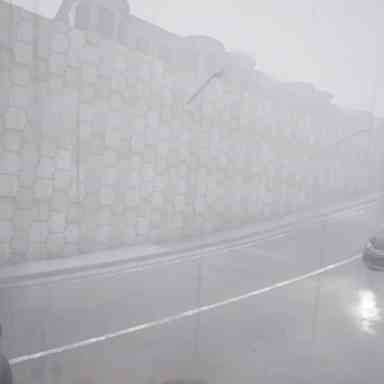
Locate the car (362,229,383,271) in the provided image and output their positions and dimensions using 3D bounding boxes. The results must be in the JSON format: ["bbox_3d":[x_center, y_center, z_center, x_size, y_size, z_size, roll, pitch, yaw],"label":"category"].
[{"bbox_3d":[6.060,0.970,8.080,4.674,1.442,1.812,-8,4,-34],"label":"car"}]

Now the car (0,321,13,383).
[{"bbox_3d":[-3.602,1.469,1.522,4.892,1.490,1.837,1,-1,-34],"label":"car"}]
